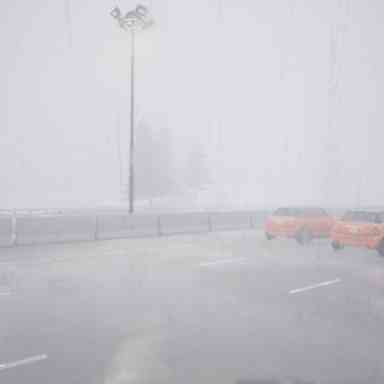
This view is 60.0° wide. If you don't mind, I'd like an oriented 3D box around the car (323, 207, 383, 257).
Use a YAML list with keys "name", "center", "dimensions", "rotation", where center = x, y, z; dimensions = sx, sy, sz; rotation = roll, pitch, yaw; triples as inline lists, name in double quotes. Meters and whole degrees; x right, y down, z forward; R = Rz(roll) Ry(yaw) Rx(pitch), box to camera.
- name: "car"
  center: [7.811, 1.483, 13.736]
  dimensions: [4.553, 1.767, 2.097]
  rotation: [1, -1, -35]

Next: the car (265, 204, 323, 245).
- name: "car"
  center: [5.779, 1.483, 16.585]
  dimensions: [4.553, 1.767, 2.097]
  rotation: [1, -1, -35]
